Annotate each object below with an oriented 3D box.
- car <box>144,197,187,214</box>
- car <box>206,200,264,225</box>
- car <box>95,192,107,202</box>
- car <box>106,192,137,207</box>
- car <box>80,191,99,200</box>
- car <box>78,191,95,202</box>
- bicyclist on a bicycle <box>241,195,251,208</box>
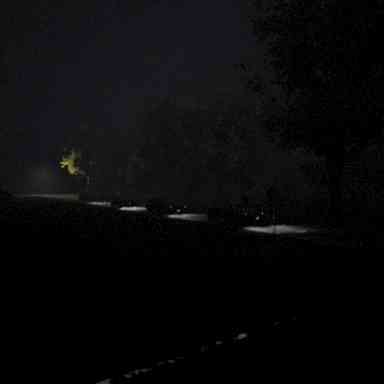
[{"bbox_3d":[-2.575,1.149,30.229,2.033,1.411,5.357,0,1,-33],"label":"car"},{"bbox_3d":[2.706,1.280,22.089,1.812,1.442,4.674,0,1,-33],"label":"car"},{"bbox_3d":[-12.991,0.693,51.690,1.882,1.535,5.008,0,1,-33],"label":"car"},{"bbox_3d":[-7.984,1.008,38.580,1.994,1.385,4.181,0,1,-32],"label":"car"},{"bbox_3d":[-18.614,0.539,60.329,2.128,1.511,4.902,0,1,-33],"label":"car"},{"bbox_3d":[-16.080,0.707,51.202,2.128,1.511,4.902,0,1,-33],"label":"car"},{"bbox_3d":[4.752,1.109,29.916,1.656,1.620,0.582,0,1,-33],"label":"bicyclist on a bicycle"}]
